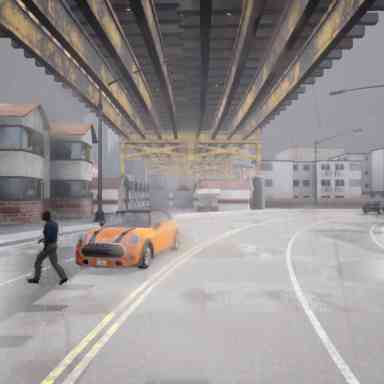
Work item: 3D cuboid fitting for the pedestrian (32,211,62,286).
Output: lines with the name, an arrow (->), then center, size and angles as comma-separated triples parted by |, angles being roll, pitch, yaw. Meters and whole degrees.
pedestrian -> -3.500, 1.303, 8.029 | 0.375, 1.860, 0.375 | 1, -1, 10

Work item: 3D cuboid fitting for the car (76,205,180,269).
car -> -1.935, 1.363, 11.317 | 2.097, 1.767, 4.553 | 0, 0, 14

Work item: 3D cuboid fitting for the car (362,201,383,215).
car -> 21.130, 1.764, 37.308 | 4.902, 1.511, 2.128 | 2, -1, -32
